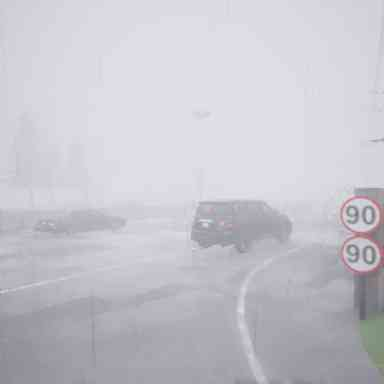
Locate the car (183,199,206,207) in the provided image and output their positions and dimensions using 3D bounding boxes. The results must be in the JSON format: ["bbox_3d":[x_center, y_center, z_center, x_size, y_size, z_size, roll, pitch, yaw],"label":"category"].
[{"bbox_3d":[0.541,2.038,62.742,4.181,1.385,1.994,0,-1,-43],"label":"car"}]

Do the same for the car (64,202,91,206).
[{"bbox_3d":[-15.133,1.960,43.661,1.994,1.385,4.181,-1,-1,36],"label":"car"}]

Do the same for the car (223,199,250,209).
[{"bbox_3d":[7.377,1.909,54.713,4.674,1.442,1.812,0,-1,-43],"label":"car"}]

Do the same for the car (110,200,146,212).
[{"bbox_3d":[-8.837,1.894,46.343,1.837,1.490,4.892,-1,-1,36],"label":"car"}]

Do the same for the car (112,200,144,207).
[{"bbox_3d":[-7.658,1.855,36.104,2.033,1.411,5.357,-1,-1,36],"label":"car"}]

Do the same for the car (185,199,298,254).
[{"bbox_3d":[2.256,1.322,14.354,2.150,2.045,5.566,0,0,41],"label":"car"}]

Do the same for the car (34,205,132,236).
[{"bbox_3d":[-6.397,1.725,19.669,2.033,1.411,5.357,-1,-1,36],"label":"car"}]

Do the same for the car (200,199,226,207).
[{"bbox_3d":[3.929,2.002,61.106,4.892,1.490,1.837,0,-1,-41],"label":"car"}]

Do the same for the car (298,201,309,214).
[{"bbox_3d":[12.086,1.769,38.790,1.812,1.442,4.674,-1,-1,39],"label":"car"}]

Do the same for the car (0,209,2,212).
[{"bbox_3d":[-20.078,1.885,30.948,1.994,1.385,4.181,-1,-1,36],"label":"car"}]
